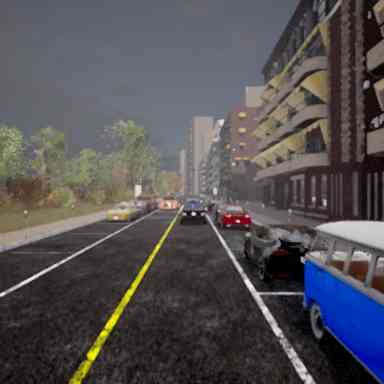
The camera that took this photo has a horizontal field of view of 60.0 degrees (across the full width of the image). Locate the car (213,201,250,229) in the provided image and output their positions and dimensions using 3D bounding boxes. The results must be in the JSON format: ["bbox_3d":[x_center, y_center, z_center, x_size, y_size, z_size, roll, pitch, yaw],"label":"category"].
[{"bbox_3d":[2.582,1.498,20.803,1.887,1.381,4.507,1,0,0],"label":"car"}]

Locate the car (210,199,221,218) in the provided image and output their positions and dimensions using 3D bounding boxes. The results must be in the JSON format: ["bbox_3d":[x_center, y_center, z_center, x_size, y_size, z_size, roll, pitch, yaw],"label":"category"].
[{"bbox_3d":[2.585,1.508,26.464,1.947,1.339,4.313,1,0,0],"label":"car"}]

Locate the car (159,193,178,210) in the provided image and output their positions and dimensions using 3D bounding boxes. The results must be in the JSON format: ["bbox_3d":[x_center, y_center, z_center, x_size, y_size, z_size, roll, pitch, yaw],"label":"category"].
[{"bbox_3d":[-2.778,1.267,40.759,2.097,1.767,4.553,0,0,1],"label":"car"}]

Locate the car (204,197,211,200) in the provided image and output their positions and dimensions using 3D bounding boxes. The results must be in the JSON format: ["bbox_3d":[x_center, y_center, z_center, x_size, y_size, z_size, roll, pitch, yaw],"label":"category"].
[{"bbox_3d":[2.590,1.487,37.785,1.947,1.339,4.313,1,0,0],"label":"car"}]

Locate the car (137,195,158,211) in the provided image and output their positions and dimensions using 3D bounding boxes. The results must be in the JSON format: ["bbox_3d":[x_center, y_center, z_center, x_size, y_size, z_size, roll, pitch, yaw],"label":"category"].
[{"bbox_3d":[-5.288,1.237,37.032,2.192,1.841,5.009,1,0,0],"label":"car"}]

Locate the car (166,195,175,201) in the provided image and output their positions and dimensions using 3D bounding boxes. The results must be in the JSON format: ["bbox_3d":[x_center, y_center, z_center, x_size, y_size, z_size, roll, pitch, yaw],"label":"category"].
[{"bbox_3d":[-5.272,1.396,80.802,1.887,1.381,4.507,1,0,0],"label":"car"}]

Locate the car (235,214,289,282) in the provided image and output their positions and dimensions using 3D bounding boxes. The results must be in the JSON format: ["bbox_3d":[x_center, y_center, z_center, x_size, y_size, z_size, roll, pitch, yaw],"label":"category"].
[{"bbox_3d":[2.577,1.544,9.481,1.947,1.339,4.313,1,0,0],"label":"car"}]

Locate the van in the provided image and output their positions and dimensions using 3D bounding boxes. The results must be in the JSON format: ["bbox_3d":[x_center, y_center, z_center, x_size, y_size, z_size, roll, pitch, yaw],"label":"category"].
[{"bbox_3d":[2.577,1.332,3.819,1.690,1.788,3.998,1,0,0],"label":"van"}]

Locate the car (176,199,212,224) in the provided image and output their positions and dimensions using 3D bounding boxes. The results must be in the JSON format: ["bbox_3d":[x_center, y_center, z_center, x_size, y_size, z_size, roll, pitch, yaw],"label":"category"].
[{"bbox_3d":[0.110,1.494,24.386,2.033,1.411,5.357,0,0,0],"label":"car"}]

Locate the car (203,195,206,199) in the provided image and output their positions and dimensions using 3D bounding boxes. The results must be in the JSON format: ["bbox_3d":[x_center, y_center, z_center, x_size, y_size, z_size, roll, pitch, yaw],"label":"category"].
[{"bbox_3d":[2.609,1.401,81.602,2.008,1.369,4.403,1,0,0],"label":"car"}]

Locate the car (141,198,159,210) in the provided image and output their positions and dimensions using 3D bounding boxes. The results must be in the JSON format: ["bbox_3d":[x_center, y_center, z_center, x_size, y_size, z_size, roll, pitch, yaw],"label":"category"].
[{"bbox_3d":[-5.289,1.494,42.687,1.802,1.307,4.206,1,0,0],"label":"car"}]

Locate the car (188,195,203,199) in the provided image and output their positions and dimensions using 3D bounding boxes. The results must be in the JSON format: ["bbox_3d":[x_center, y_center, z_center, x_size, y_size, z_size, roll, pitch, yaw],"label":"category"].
[{"bbox_3d":[0.124,1.440,40.961,1.812,1.442,4.674,0,0,0],"label":"car"}]

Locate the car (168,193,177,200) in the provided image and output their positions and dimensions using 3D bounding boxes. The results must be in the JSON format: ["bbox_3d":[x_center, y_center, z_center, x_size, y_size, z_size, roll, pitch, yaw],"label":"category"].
[{"bbox_3d":[-5.264,1.153,92.154,2.192,1.841,5.009,1,0,0],"label":"car"}]

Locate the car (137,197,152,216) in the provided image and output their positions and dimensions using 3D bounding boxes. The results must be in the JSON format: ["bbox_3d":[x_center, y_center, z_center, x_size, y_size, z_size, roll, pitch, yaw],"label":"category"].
[{"bbox_3d":[-5.293,1.483,31.379,2.008,1.369,4.403,1,0,0],"label":"car"}]

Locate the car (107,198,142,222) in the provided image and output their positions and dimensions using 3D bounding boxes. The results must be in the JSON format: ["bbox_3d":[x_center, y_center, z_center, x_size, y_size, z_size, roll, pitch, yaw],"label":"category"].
[{"bbox_3d":[-5.296,1.469,25.554,1.752,1.417,4.829,1,0,0],"label":"car"}]
